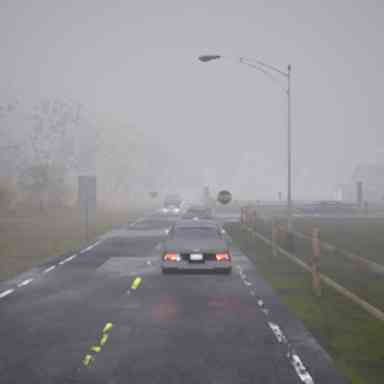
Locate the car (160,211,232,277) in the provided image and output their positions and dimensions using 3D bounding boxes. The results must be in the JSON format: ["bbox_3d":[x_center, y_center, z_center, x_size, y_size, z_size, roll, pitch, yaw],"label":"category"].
[{"bbox_3d":[0.101,1.544,10.180,2.033,1.411,5.357,0,0,0],"label":"car"}]

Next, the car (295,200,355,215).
[{"bbox_3d":[12.966,1.480,32.452,5.357,1.411,2.033,0,0,-2],"label":"car"}]

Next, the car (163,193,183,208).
[{"bbox_3d":[-2.832,1.181,47.726,2.150,2.045,5.566,0,0,0],"label":"car"}]

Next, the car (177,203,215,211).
[{"bbox_3d":[0.532,1.555,21.516,1.994,1.385,4.181,0,0,7],"label":"car"}]

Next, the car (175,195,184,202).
[{"bbox_3d":[-2.736,1.395,75.258,1.837,1.490,4.892,0,0,0],"label":"car"}]
